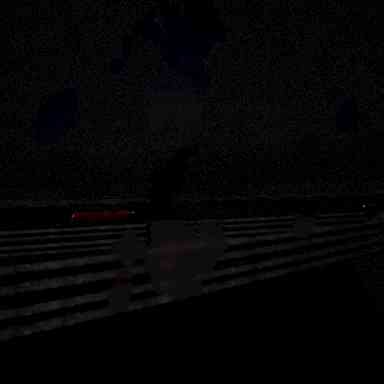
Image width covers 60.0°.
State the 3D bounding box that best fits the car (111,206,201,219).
[{"bbox_3d":[-2.049,1.693,20.719,5.357,1.411,2.033,-1,0,-18],"label":"car"}]

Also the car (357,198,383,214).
[{"bbox_3d":[17.510,1.205,30.814,4.181,1.385,1.994,-1,0,-18],"label":"car"}]

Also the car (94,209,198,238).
[{"bbox_3d":[-2.354,1.780,16.936,4.718,1.301,1.895,-1,0,-18],"label":"car"}]

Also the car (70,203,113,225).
[{"bbox_3d":[-6.029,1.569,23.098,4.553,1.767,2.097,-1,0,-18],"label":"car"}]
